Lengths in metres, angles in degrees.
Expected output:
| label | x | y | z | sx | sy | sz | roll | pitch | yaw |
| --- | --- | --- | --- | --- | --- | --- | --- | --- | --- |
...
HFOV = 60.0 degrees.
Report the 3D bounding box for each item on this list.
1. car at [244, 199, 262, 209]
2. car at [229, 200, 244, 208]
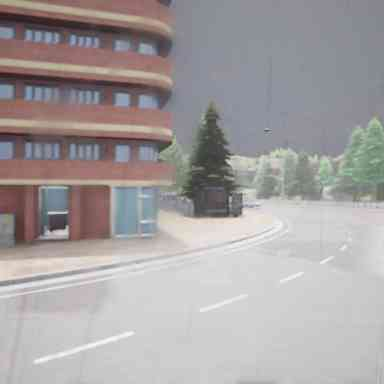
| label | x | y | z | sx | sy | sz | roll | pitch | yaw |
| --- | --- | --- | --- | --- | --- | --- | --- | --- | --- |
| car | 9.706 | 1.929 | 54.225 | 1.812 | 1.442 | 4.674 | 0 | -1 | -14 |
| car | 6.195 | 1.971 | 53.835 | 1.994 | 1.385 | 4.181 | 0 | -1 | -14 |
